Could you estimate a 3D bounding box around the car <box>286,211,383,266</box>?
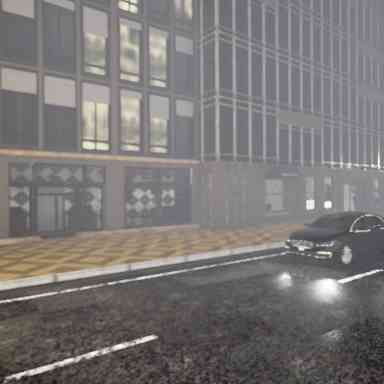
[{"bbox_3d":[5.285,1.471,11.561,4.892,1.490,1.837,0,0,-36],"label":"car"}]
